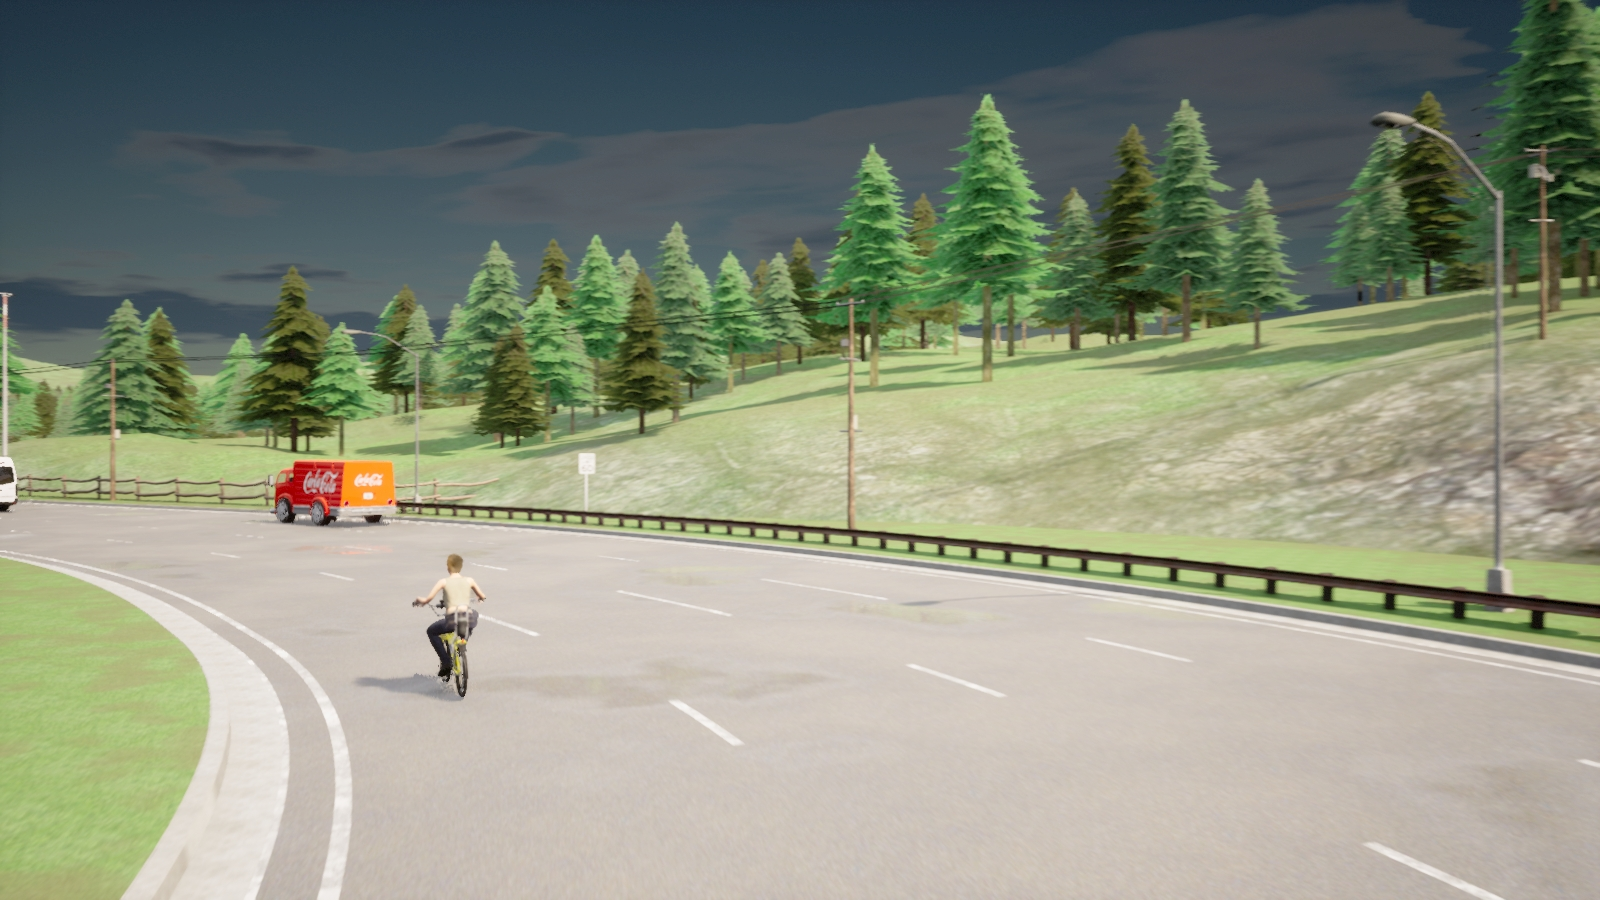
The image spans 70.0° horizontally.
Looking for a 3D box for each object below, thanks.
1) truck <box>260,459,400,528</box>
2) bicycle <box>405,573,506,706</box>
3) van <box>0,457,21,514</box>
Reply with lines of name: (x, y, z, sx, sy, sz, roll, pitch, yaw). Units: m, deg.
truck: (-18.148, 1.610, 44.085, 5.204, 2.467, 2.627, 0, 0, 36)
bicycle: (-4.068, 2.170, 13.408, 0.859, 1.276, 1.487, 0, 0, -28)
van: (-38.731, 1.597, 53.025, 5.915, 2.561, 1.988, 0, 0, 31)
